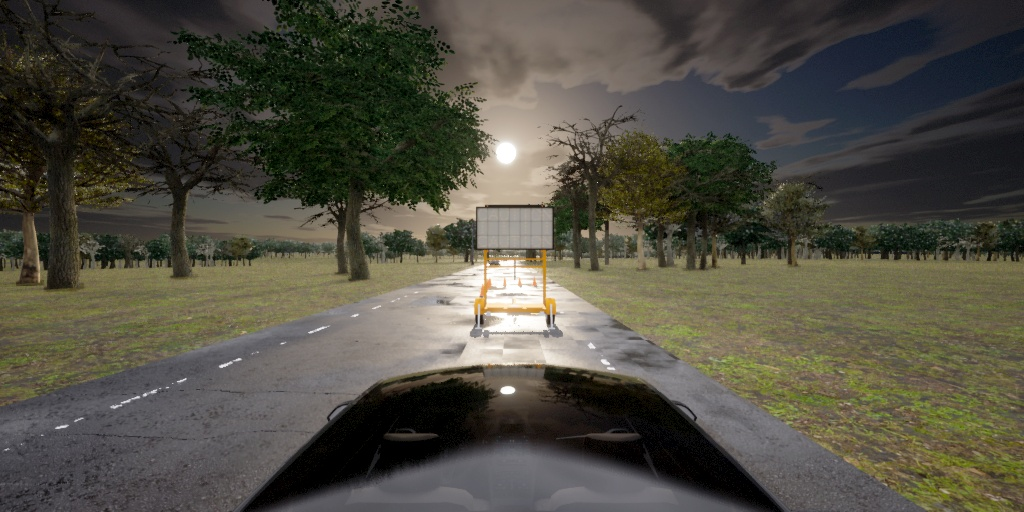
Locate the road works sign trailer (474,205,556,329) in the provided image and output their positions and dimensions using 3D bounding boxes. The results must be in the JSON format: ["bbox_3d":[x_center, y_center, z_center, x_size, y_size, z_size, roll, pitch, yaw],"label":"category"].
[{"bbox_3d":[0.089,0.211,11.181,2.380,3.560,2.880,0,0,0],"label":"road works sign trailer"}]
